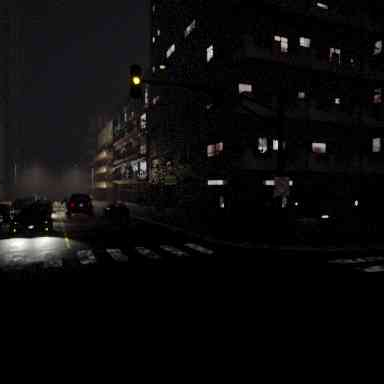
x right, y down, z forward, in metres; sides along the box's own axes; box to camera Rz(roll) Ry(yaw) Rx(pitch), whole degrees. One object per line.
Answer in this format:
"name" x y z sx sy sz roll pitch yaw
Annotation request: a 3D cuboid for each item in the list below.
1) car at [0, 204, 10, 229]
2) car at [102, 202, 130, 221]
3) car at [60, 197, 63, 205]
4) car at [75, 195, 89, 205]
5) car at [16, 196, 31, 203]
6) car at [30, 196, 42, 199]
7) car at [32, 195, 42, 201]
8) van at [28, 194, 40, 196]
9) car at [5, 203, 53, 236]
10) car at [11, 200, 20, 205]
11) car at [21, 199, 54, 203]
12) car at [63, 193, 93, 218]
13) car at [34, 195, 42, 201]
"car" -11.789 1.514 18.837 1.752 1.417 4.829 -1 0 -23
"car" -6.306 1.534 27.445 2.008 1.369 4.403 -1 0 -23
"car" -22.425 1.493 59.298 1.812 1.442 4.674 0 -1 -23
"car" -19.401 1.407 58.744 1.967 1.590 4.097 -1 0 -23
"car" -20.583 1.522 39.860 1.887 1.381 4.507 -1 0 -23
"car" -16.168 1.470 36.310 2.128 1.511 4.902 0 0 -23
"car" -38.042 1.508 81.592 2.008 1.369 4.403 -1 0 -23
"van" -29.316 1.308 60.725 1.690 1.788 3.998 -1 0 -23
"car" -8.722 1.552 18.272 1.994 1.385 4.181 0 0 -23
"car" -14.037 1.552 24.211 1.947 1.339 4.313 -1 0 -23
"car" -12.313 1.531 26.931 2.033 1.411 5.357 0 0 -22
"car" -10.417 1.203 30.598 2.150 2.045 5.566 0 0 -23
"car" -40.224 1.537 86.809 1.802 1.307 4.206 -1 0 -23
